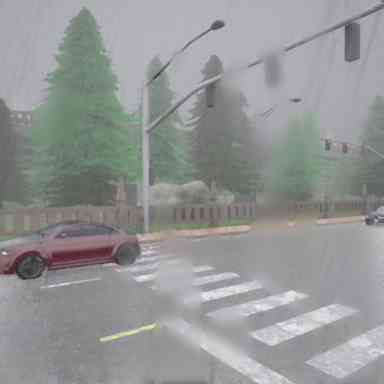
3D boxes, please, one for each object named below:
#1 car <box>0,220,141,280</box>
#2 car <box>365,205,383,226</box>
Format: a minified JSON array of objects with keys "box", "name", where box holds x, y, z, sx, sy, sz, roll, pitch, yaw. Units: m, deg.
[{"box":[-3.662,1.564,9.987,4.181,1.385,1.994,0,0,-36],"name":"car"},{"box":[13.477,1.529,22.278,4.674,1.442,1.812,0,0,-36],"name":"car"}]
